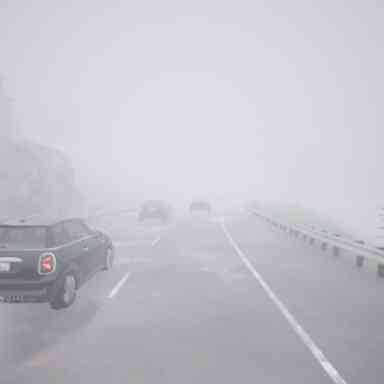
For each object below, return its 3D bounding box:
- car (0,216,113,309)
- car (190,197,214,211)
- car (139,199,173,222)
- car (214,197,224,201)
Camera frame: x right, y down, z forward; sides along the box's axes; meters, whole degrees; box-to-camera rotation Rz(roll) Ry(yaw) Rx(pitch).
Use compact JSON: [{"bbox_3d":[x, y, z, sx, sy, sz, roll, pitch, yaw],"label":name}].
[{"bbox_3d":[-3.382,1.352,8.032,2.097,1.767,4.553,0,0,0],"label":"car"},{"bbox_3d":[0.827,1.135,30.233,1.882,1.535,5.008,0,0,4],"label":"car"},{"bbox_3d":[-2.773,1.354,26.544,2.097,1.767,4.553,0,0,4],"label":"car"},{"bbox_3d":[4.946,1.167,61.005,2.163,1.488,4.792,0,0,11],"label":"car"}]
